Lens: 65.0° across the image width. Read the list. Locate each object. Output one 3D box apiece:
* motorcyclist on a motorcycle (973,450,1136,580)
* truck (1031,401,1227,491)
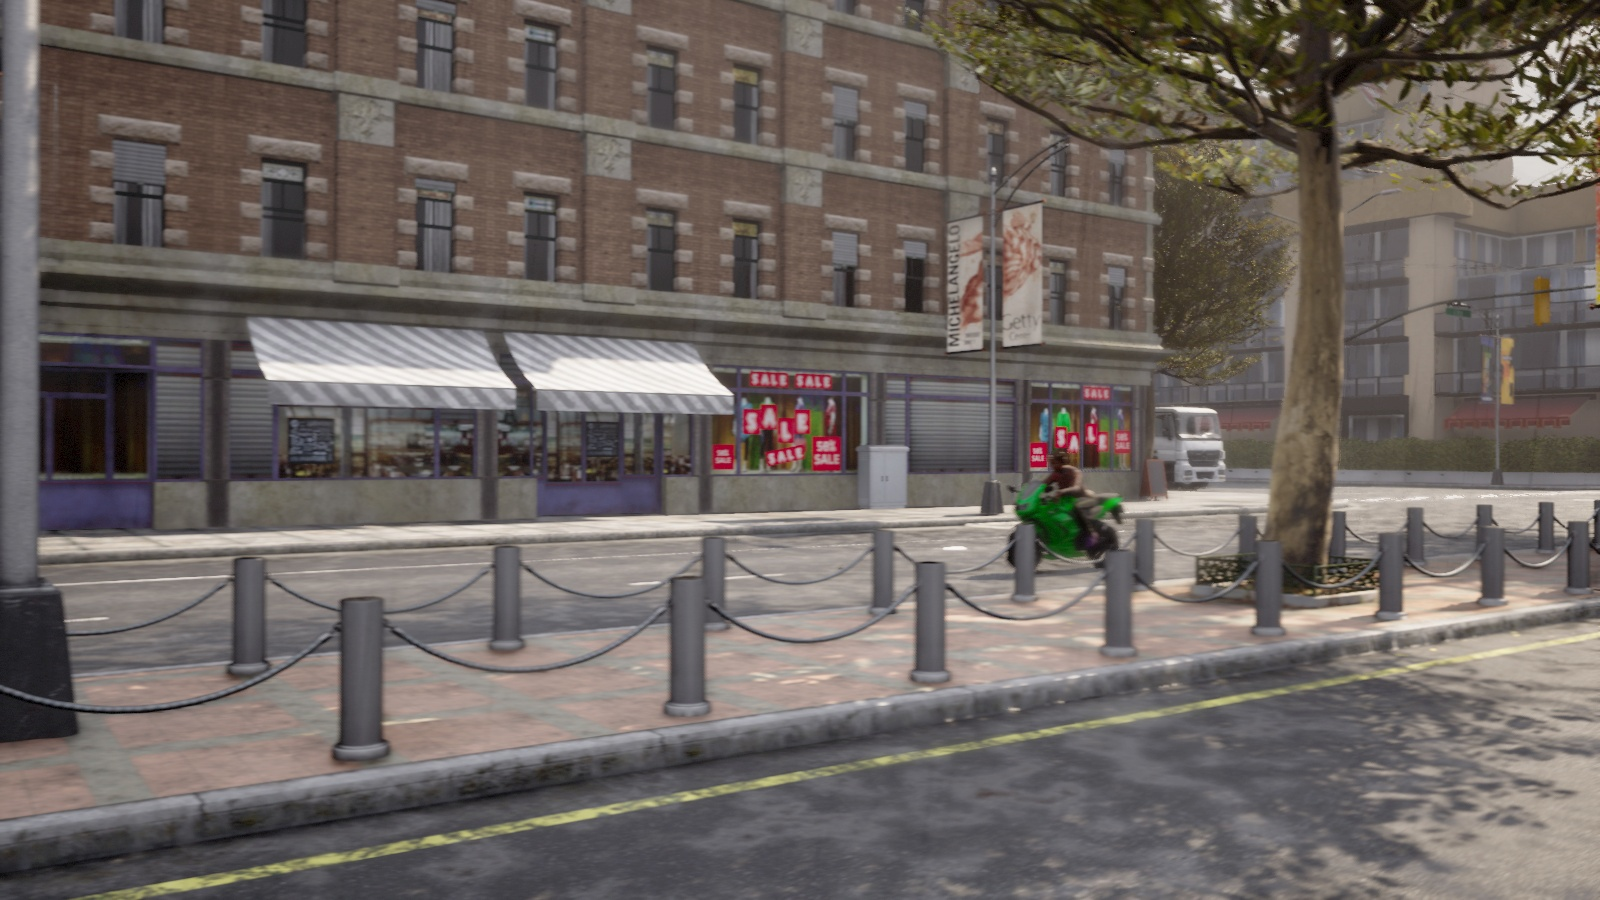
[{"bbox_3d":[3.180,0.758,15.620,2.044,1.523,0.797,0,0,-35],"label":"motorcyclist on a motorcycle"},{"bbox_3d":[13.579,-0.137,52.514,2.891,3.462,7.936,0,0,-35],"label":"truck"}]
